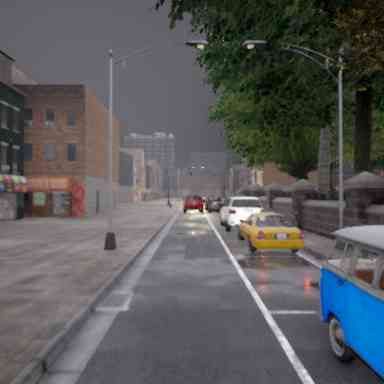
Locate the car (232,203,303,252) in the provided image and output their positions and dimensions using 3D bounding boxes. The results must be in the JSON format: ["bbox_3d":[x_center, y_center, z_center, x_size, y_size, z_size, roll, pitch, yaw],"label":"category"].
[{"bbox_3d":[3.026,1.471,13.783,1.801,1.575,5.366,0,0,0],"label":"car"}]

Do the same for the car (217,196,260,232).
[{"bbox_3d":[2.983,1.252,20.623,2.150,2.045,5.566,0,0,0],"label":"car"}]

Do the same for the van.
[{"bbox_3d":[2.650,1.345,3.315,1.690,1.788,3.998,1,0,0],"label":"van"}]

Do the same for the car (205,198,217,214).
[{"bbox_3d":[2.648,1.637,36.011,1.802,1.307,4.206,1,0,0],"label":"car"}]

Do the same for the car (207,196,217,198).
[{"bbox_3d":[2.651,1.385,41.461,2.192,1.841,5.009,1,0,0],"label":"car"}]

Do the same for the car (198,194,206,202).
[{"bbox_3d":[2.651,1.577,89.641,2.192,1.841,5.009,1,0,0],"label":"car"}]

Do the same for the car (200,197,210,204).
[{"bbox_3d":[2.648,1.706,67.891,1.887,1.381,4.507,1,0,0],"label":"car"}]

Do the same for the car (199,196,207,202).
[{"bbox_3d":[2.649,1.779,84.202,1.887,1.381,4.507,1,0,0],"label":"car"}]

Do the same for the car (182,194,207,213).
[{"bbox_3d":[0.111,1.280,37.296,2.150,2.045,5.566,0,0,-3],"label":"car"}]

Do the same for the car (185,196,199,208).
[{"bbox_3d":[0.028,1.445,49.874,2.097,1.767,4.553,0,0,0],"label":"car"}]
